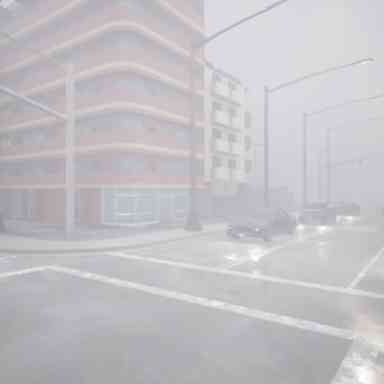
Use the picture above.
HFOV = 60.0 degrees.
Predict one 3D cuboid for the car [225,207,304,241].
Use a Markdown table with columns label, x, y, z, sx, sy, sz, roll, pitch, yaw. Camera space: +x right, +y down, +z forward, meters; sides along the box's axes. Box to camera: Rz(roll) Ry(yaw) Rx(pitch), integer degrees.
| label | x | y | z | sx | sy | sz | roll | pitch | yaw |
| --- | --- | --- | --- | --- | --- | --- | --- | --- | --- |
| car | 3.761 | 1.549 | 17.046 | 2.033 | 1.411 | 5.357 | 0 | 0 | 36 |

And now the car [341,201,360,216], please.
| label | x | y | z | sx | sy | sz | roll | pitch | yaw |
| --- | --- | --- | --- | --- | --- | --- | --- | --- | --- |
| car | 15.303 | 1.564 | 33.036 | 1.994 | 1.385 | 4.181 | 0 | 0 | 36 |

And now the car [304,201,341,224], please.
| label | x | y | z | sx | sy | sz | roll | pitch | yaw |
| --- | --- | --- | --- | --- | --- | --- | --- | --- | --- |
| car | 9.555 | 1.526 | 25.079 | 1.812 | 1.442 | 4.674 | 0 | 0 | 36 |
